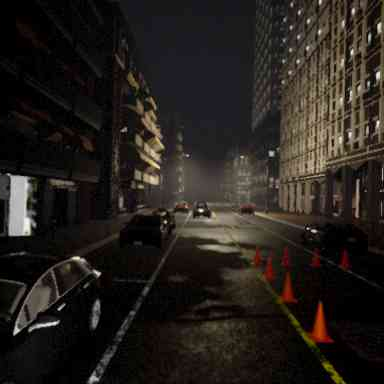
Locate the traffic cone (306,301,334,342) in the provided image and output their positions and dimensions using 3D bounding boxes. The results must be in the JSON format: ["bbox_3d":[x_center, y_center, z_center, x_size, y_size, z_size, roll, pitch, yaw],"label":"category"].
[{"bbox_3d":[2.092,2.084,5.436,0.340,0.580,0.340,2,-1,1],"label":"traffic cone"}]

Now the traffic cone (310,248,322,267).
[{"bbox_3d":[4.239,2.219,11.383,0.340,0.580,0.340,2,-1,1],"label":"traffic cone"}]

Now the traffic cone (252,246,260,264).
[{"bbox_3d":[2.240,2.159,11.433,0.340,0.580,0.340,2,-1,1],"label":"traffic cone"}]

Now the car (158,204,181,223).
[{"bbox_3d":[-1.931,1.712,20.811,1.752,1.417,4.829,2,-1,1],"label":"car"}]

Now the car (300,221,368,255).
[{"bbox_3d":[6.307,1.937,15.125,1.947,1.339,4.313,2,-1,1],"label":"car"}]

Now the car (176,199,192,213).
[{"bbox_3d":[-1.369,1.919,43.567,1.967,1.590,4.097,2,-1,1],"label":"car"}]

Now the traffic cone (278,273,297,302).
[{"bbox_3d":[2.142,2.109,7.435,0.340,0.580,0.340,2,-1,1],"label":"traffic cone"}]

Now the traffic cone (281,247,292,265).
[{"bbox_3d":[3.239,2.189,11.408,0.340,0.580,0.340,2,-1,1],"label":"traffic cone"}]

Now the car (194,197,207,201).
[{"bbox_3d":[2.144,2.222,76.666,2.150,2.045,5.566,2,-1,1],"label":"car"}]

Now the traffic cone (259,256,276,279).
[{"bbox_3d":[2.191,2.134,9.434,0.340,0.580,0.340,2,-1,1],"label":"traffic cone"}]

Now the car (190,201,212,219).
[{"bbox_3d":[1.030,1.992,34.635,2.033,1.411,5.357,2,-1,2],"label":"car"}]

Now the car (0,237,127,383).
[{"bbox_3d":[-2.345,1.527,4.041,2.008,1.369,4.403,2,-1,1],"label":"car"}]

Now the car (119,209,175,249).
[{"bbox_3d":[-2.068,1.683,15.334,1.947,1.339,4.313,2,-1,1],"label":"car"}]

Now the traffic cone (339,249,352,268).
[{"bbox_3d":[5.238,2.250,11.358,0.340,0.580,0.340,2,-1,1],"label":"traffic cone"}]

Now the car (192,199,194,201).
[{"bbox_3d":[-0.539,2.477,77.444,2.008,1.369,4.403,2,-1,1],"label":"car"}]

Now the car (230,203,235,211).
[{"bbox_3d":[7.279,2.431,54.649,2.008,1.369,4.403,2,-1,1],"label":"car"}]

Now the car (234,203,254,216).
[{"bbox_3d":[7.002,2.278,43.356,1.887,1.381,4.507,2,-1,1],"label":"car"}]

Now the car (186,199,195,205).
[{"bbox_3d":[-0.399,2.553,83.090,2.008,1.369,4.403,2,-1,1],"label":"car"}]
